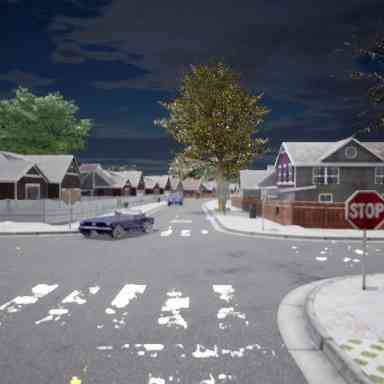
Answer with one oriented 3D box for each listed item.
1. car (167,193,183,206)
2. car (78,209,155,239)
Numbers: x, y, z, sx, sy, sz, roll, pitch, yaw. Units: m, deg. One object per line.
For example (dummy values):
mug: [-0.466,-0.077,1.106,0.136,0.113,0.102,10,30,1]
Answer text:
car: [-2.610,1.139,52.200,2.150,2.045,5.566,0,0,1]
car: [-3.716,1.562,17.219,1.895,1.301,4.718,1,-1,20]
